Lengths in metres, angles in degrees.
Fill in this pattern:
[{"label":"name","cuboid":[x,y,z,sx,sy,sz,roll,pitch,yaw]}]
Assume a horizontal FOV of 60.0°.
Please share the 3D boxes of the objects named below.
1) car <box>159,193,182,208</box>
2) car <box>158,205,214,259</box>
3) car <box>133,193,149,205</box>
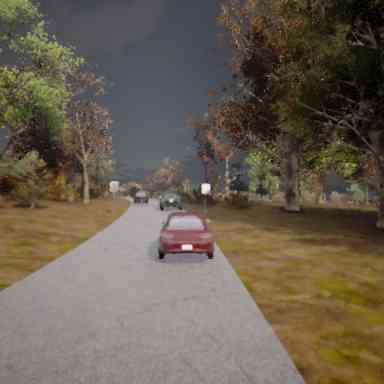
[{"label":"car","cuboid":[-2.299,0.873,34.542,2.097,1.767,4.553,1,1,-8]},{"label":"car","cuboid":[-0.259,1.465,12.351,1.812,1.442,4.674,0,1,-3]},{"label":"car","cuboid":[-6.644,0.819,43.498,1.882,1.535,5.008,1,1,-10]}]
